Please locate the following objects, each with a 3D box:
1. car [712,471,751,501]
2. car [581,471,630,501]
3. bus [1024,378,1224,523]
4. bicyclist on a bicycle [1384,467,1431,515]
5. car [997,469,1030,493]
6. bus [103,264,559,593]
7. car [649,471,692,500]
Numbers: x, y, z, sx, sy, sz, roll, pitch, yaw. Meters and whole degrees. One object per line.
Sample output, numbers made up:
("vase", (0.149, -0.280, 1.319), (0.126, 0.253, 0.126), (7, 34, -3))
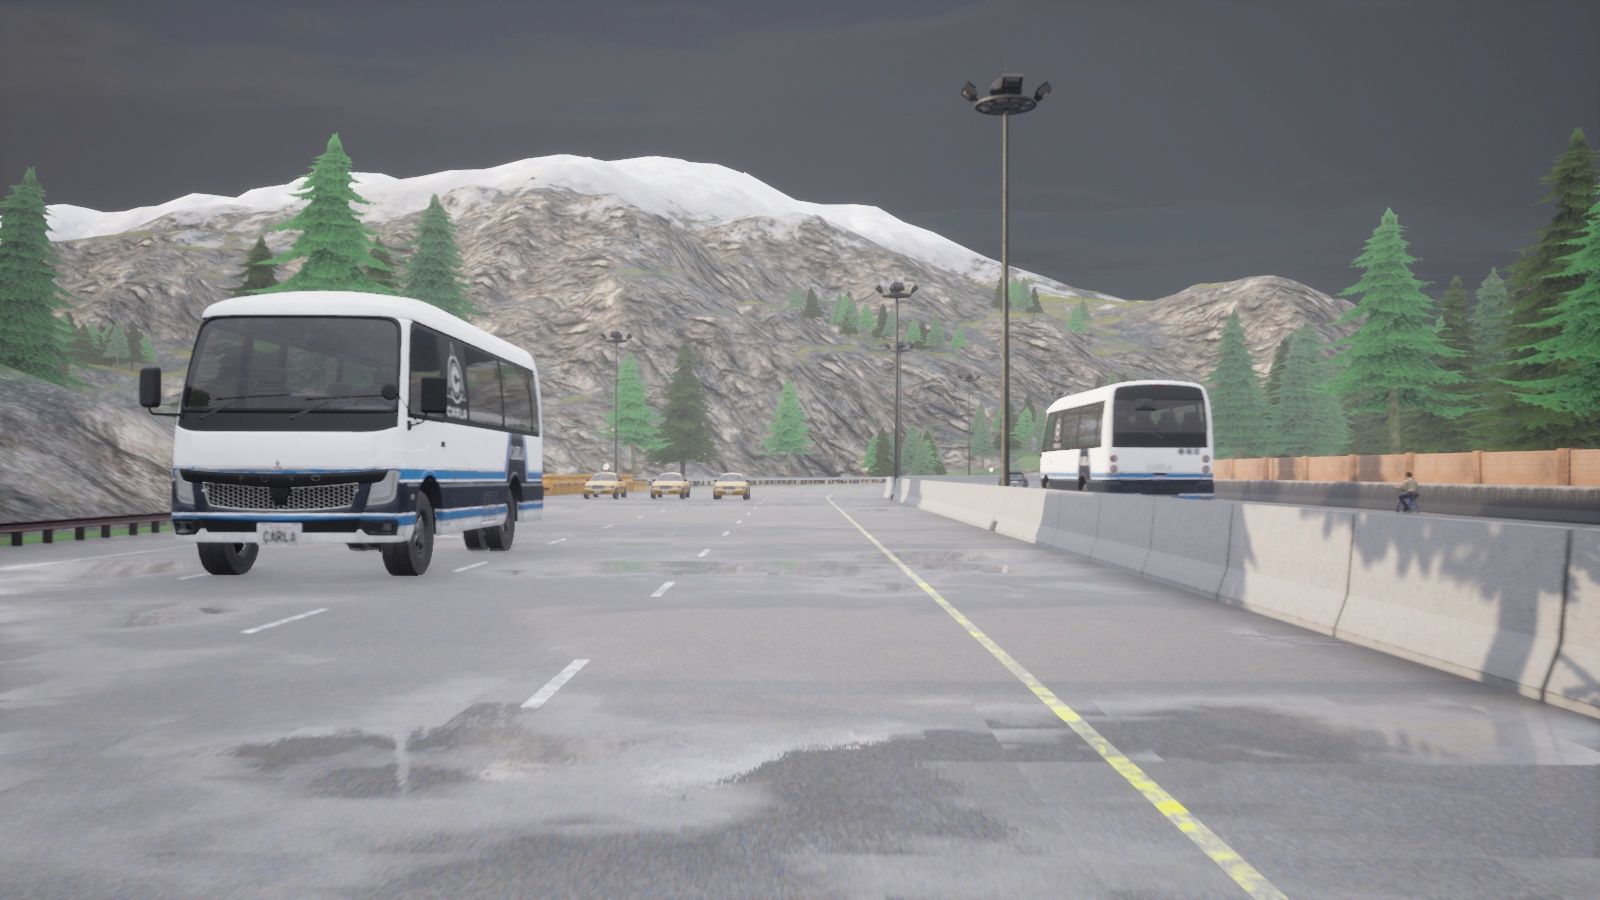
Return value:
("car", (-3.662, 1.912, 68.319), (1.801, 1.575, 5.366), (0, -1, 0))
("car", (-10.660, 1.955, 69.209), (1.801, 1.575, 5.366), (0, -1, 0))
("bus", (10.393, 0.097, 41.873), (3.944, 4.253, 10.273), (0, -1, 0))
("bicyclist on a bicycle", (20.899, 1.392, 43.247), (0.866, 1.612, 1.509), (0, -1, 0))
("car", (14.846, 2.150, 87.496), (2.033, 1.649, 4.856), (-1, -1, 7))
("bus", (-7.057, -0.175, 21.414), (3.944, 4.253, 10.273), (0, -1, 0))
("car", (-7.157, 1.953, 69.966), (1.801, 1.575, 5.366), (0, -1, 1))
